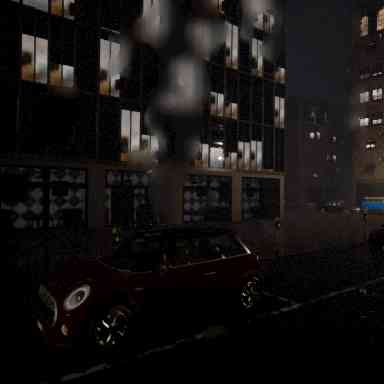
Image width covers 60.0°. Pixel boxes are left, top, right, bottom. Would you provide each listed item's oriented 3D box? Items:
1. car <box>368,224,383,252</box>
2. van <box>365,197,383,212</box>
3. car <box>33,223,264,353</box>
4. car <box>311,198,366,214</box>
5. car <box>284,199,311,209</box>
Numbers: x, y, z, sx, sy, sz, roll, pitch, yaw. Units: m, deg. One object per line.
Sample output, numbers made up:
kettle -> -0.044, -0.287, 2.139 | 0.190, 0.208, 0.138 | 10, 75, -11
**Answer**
car -> 8.440, 1.567, 12.566 | 4.313, 1.339, 1.947 | 0, 1, -35
van -> 22.168, 1.525, 39.619 | 1.690, 1.788, 3.998 | 0, -1, -35
car -> -0.636, 1.441, 6.091 | 4.097, 1.590, 1.967 | 0, 1, -35
car -> 15.282, 1.620, 34.841 | 2.008, 1.369, 4.403 | 0, -1, -35
car -> 15.739, 1.787, 48.873 | 1.752, 1.417, 4.829 | 0, -1, -35
